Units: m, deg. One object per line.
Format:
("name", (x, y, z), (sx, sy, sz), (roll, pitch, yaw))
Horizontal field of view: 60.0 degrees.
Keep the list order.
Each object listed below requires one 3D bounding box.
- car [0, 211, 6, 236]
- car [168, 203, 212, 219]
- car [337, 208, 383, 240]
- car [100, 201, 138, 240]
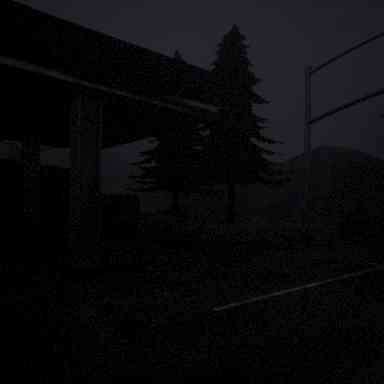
("car", (-11.718, 1.519, 18.431), (2.242, 1.667, 4.611), (1, 0, -36))
("car", (-0.307, 1.750, 31.091), (2.033, 1.411, 5.357), (1, 0, -35))
("car", (9.994, 1.639, 17.067), (2.097, 1.767, 4.553), (1, -1, -41))
("car", (-4.587, 1.445, 18.252), (1.905, 1.878, 3.866), (1, 0, -36))
